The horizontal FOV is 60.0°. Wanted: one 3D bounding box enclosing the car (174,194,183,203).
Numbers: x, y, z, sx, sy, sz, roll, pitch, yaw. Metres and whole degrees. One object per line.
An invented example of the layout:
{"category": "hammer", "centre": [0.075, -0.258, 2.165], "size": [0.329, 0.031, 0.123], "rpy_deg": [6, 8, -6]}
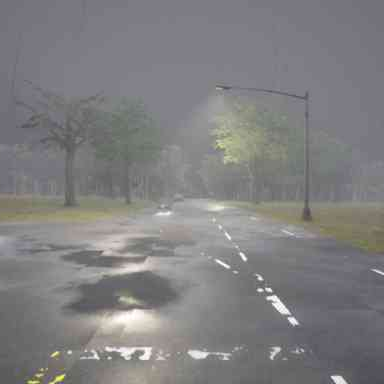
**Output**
{"category": "car", "centre": [-3.215, 1.437, 76.336], "size": [2.150, 2.045, 5.566], "rpy_deg": [0, 0, 4]}

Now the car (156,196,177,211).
{"category": "car", "centre": [-3.446, 1.575, 41.926], "size": [2.128, 1.511, 4.902], "rpy_deg": [0, 0, 0]}
